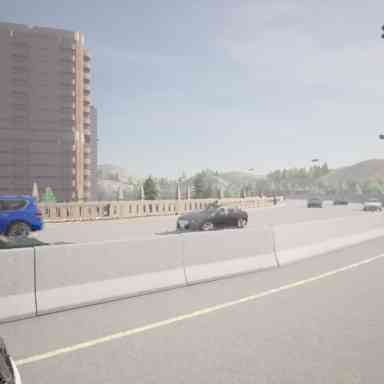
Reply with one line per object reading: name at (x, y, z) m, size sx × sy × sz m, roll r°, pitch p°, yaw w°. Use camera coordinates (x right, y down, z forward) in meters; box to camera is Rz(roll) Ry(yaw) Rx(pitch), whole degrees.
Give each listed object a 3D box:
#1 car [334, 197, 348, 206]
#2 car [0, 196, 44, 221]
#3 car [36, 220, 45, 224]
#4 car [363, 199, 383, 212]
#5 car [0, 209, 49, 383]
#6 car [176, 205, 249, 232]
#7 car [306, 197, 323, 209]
car at (24.440, 1.564, 54.680) m, size 1.994 × 1.385 × 4.181 m, roll 0°, pitch 0°, yaw 19°
car at (-9.471, 1.221, 14.520) m, size 5.566 × 2.045 × 2.150 m, roll 0°, pitch 0°, yaw -36°
car at (-6.206, 1.601, 8.278) m, size 4.718 × 1.301 × 1.895 m, roll 0°, pitch 0°, yaw -36°
car at (21.162, 1.525, 38.919) m, size 1.812 × 1.442 × 4.674 m, roll 0°, pitch 0°, yaw 29°
car at (-3.688, 1.219, 1.146) m, size 5.566 × 2.045 × 2.150 m, roll 0°, pitch 0°, yaw -35°
car at (1.265, 1.491, 18.973) m, size 4.902 × 1.511 × 2.128 m, roll 0°, pitch 0°, yaw -44°
car at (17.164, 1.505, 46.358) m, size 1.837 × 1.490 × 4.892 m, roll 0°, pitch 0°, yaw 25°
